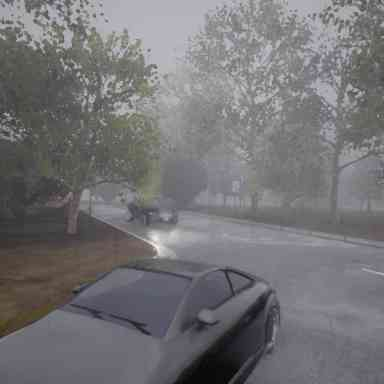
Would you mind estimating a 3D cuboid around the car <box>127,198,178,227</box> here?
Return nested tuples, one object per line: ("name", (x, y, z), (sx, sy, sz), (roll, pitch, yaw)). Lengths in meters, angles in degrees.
("car", (-2.402, 1.090, 19.386), (2.128, 1.511, 4.902), (1, 0, -26))

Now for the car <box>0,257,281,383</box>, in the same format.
("car", (-0.392, 1.554, 3.900), (1.994, 1.385, 4.181), (1, 1, 31))
